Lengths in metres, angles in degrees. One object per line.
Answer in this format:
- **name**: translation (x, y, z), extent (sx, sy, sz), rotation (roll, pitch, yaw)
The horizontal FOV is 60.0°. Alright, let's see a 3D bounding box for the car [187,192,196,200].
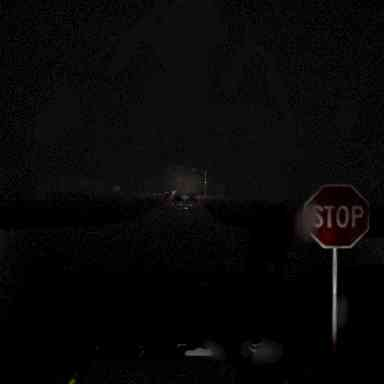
- **car**: translation (-0.042, 0.844, 70.348), extent (1.837, 1.490, 4.892), rotation (0, 1, 0)

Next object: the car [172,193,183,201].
- **car**: translation (-2.790, 1.013, 65.342), extent (1.882, 1.535, 5.008), rotation (0, 1, 0)

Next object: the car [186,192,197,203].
- **car**: translation (-0.037, 1.143, 60.316), extent (1.812, 1.442, 4.674), rotation (0, 1, 0)
